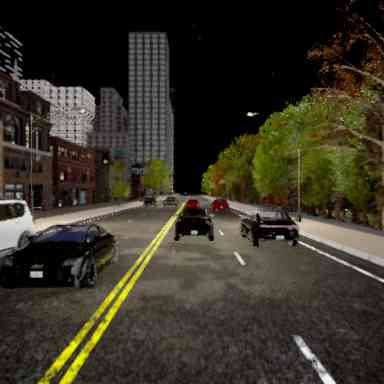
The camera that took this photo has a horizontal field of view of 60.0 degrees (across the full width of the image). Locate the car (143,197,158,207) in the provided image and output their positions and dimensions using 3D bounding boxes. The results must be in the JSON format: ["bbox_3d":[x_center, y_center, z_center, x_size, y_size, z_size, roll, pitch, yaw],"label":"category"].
[{"bbox_3d":[-6.530,1.603,52.448,1.837,1.490,4.892,0,0,1],"label":"car"}]

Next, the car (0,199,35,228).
[{"bbox_3d":[-6.596,1.241,9.562,2.150,2.045,5.566,0,0,0],"label":"car"}]

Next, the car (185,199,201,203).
[{"bbox_3d":[0.112,1.604,40.850,1.812,1.442,4.674,0,0,0],"label":"car"}]

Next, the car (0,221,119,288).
[{"bbox_3d":[-3.345,1.583,9.139,1.994,1.385,4.181,0,0,0],"label":"car"}]

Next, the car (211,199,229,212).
[{"bbox_3d":[3.361,1.555,40.338,1.882,1.535,5.008,0,0,0],"label":"car"}]

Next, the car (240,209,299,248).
[{"bbox_3d":[3.355,1.522,15.068,2.128,1.511,4.902,0,0,0],"label":"car"}]

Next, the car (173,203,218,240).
[{"bbox_3d":[0.105,1.541,17.201,1.837,1.490,4.892,0,0,0],"label":"car"}]

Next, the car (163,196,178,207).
[{"bbox_3d":[-3.282,1.450,52.154,2.097,1.767,4.553,0,0,1],"label":"car"}]
